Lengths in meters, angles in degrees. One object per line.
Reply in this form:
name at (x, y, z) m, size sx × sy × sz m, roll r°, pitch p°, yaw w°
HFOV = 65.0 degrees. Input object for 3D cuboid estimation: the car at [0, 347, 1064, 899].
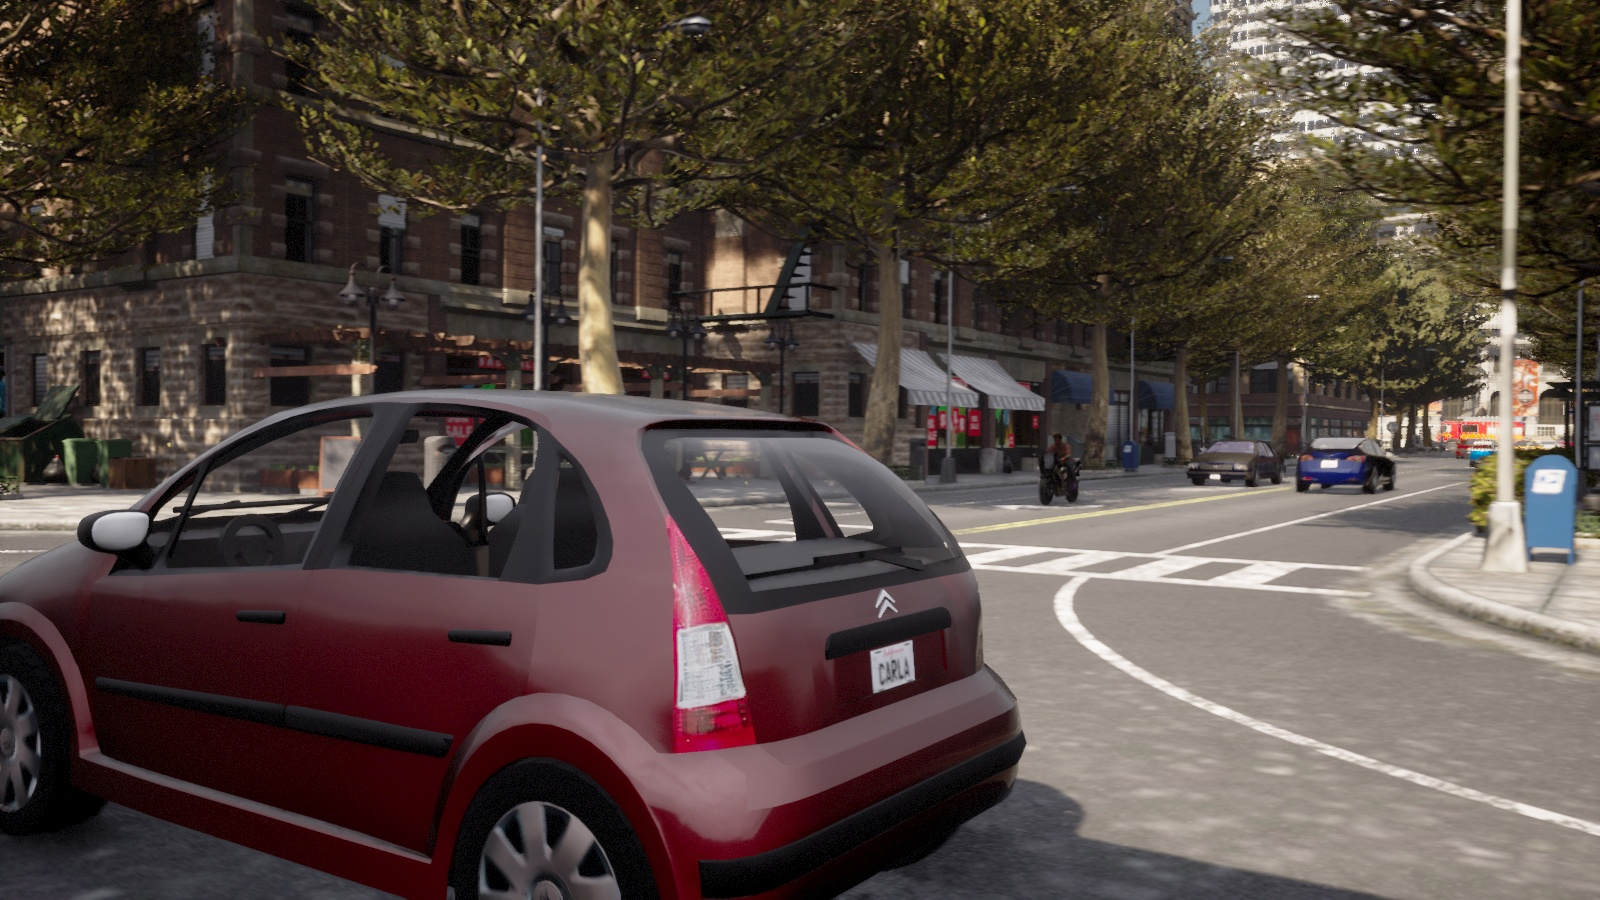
car at (-1.304, 0.580, 4.487) m, size 3.988 × 1.617 × 1.851 m, roll 0°, pitch 1°, yaw 34°

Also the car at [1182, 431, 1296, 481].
car at (13.536, 0.131, 38.484) m, size 2.033 × 1.411 × 5.357 m, roll 0°, pitch 1°, yaw 34°

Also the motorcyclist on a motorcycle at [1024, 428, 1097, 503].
motorcyclist on a motorcycle at (5.533, 0.301, 26.547) m, size 0.797 × 1.523 × 2.044 m, roll 0°, pitch 1°, yaw 34°

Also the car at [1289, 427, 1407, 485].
car at (15.194, 0.120, 34.676) m, size 2.163 × 1.488 × 4.792 m, roll 0°, pitch 1°, yaw 34°

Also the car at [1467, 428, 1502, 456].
car at (35.343, -0.418, 64.835) m, size 1.481 × 1.376 × 2.207 m, roll 0°, pitch 1°, yaw 32°
